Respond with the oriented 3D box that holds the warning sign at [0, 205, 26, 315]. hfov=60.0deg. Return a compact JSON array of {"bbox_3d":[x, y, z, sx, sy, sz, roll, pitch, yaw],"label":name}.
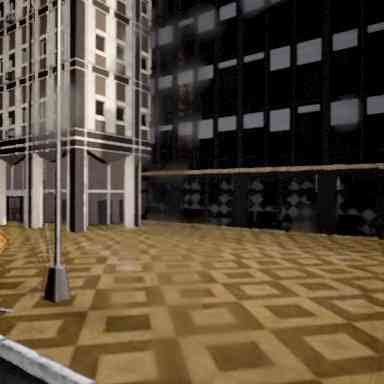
[{"bbox_3d":[-3.856,1.185,5.851,1.060,1.860,1.300,0,-1,36],"label":"warning sign"}]
